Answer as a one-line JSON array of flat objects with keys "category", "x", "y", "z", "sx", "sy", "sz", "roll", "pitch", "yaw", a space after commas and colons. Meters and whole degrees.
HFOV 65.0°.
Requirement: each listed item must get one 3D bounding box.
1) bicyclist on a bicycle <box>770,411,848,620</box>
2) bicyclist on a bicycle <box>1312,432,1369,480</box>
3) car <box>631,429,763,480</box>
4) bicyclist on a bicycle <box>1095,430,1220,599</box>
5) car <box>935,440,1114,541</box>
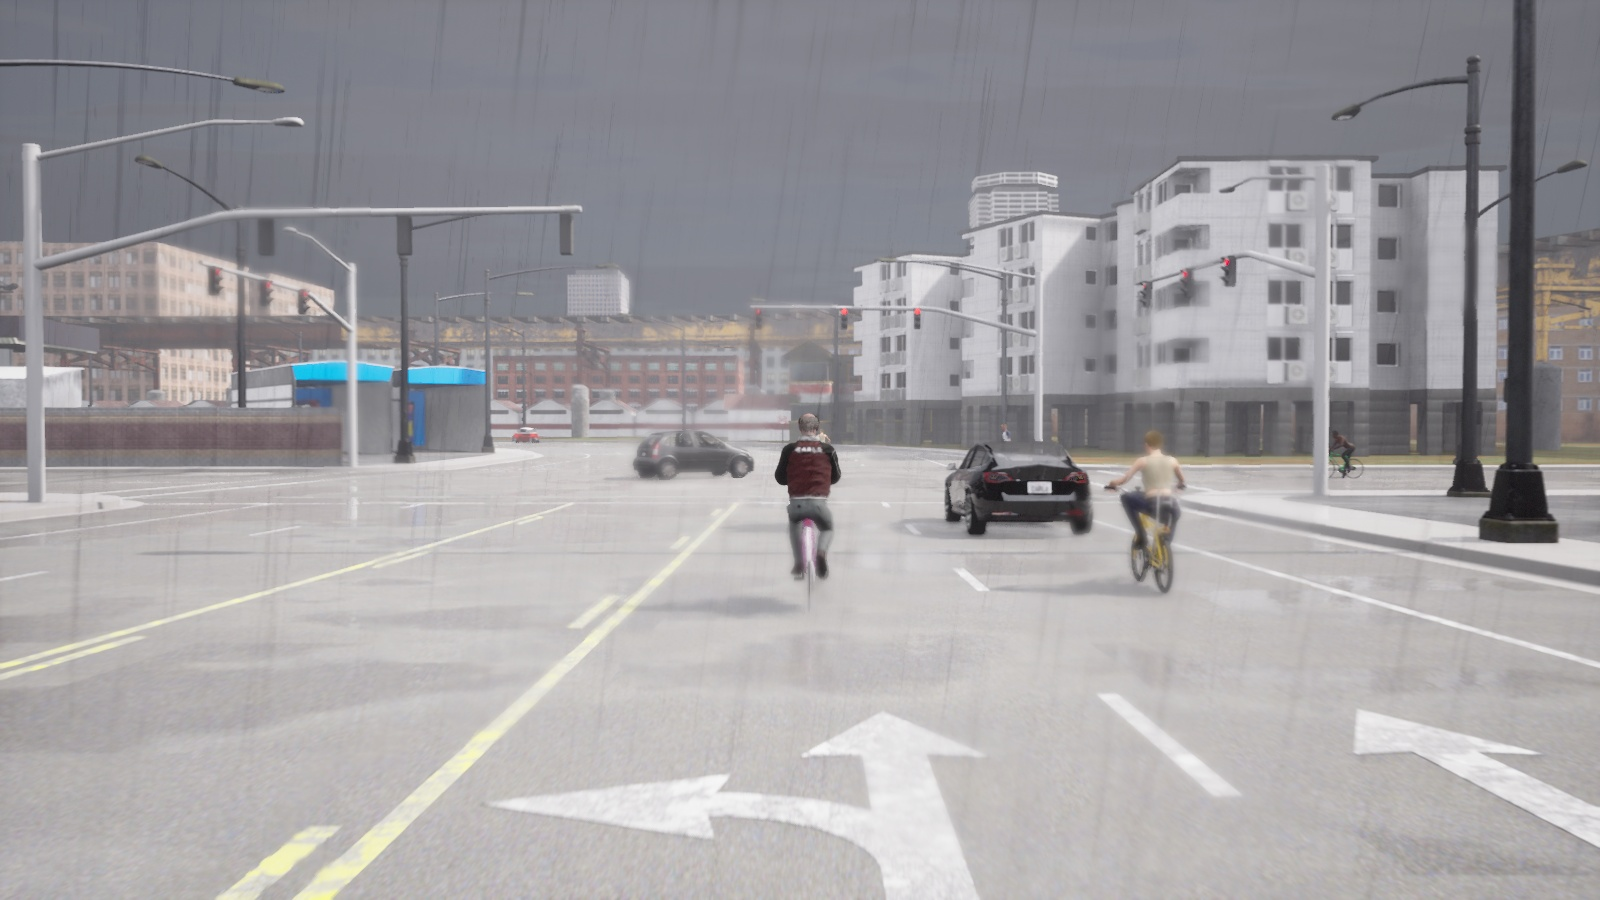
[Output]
[{"category": "bicyclist on a bicycle", "x": 0.082, "y": 0.549, "z": 11.606, "sx": 0.659, "sy": 1.776, "sz": 1.843, "roll": 0, "pitch": 1, "yaw": 0}, {"category": "bicyclist on a bicycle", "x": 18.100, "y": 0.194, "z": 42.048, "sx": 1.656, "sy": 1.620, "sz": 0.582, "roll": 0, "pitch": 1, "yaw": -1}, {"category": "car", "x": -3.440, "y": 0.101, "z": 41.983, "sx": 3.988, "sy": 1.617, "sz": 1.851, "roll": -1, "pitch": 2, "yaw": -32}, {"category": "bicyclist on a bicycle", "x": 3.586, "y": 0.610, "z": 12.729, "sx": 0.866, "sy": 1.612, "sz": 1.509, "roll": 0, "pitch": 0, "yaw": 1}, {"category": "car", "x": 3.642, "y": 0.592, "z": 21.316, "sx": 2.163, "sy": 1.488, "sz": 4.792, "roll": 0, "pitch": 1, "yaw": 0}]
